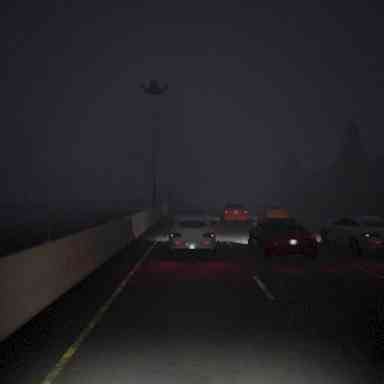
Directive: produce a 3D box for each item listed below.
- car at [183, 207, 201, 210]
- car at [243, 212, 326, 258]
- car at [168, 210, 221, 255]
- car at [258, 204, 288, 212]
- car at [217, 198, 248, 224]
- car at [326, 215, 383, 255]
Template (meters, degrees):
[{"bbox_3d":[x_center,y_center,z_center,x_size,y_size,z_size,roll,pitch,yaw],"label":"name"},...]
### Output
[{"bbox_3d":[0.015,1.921,28.217,1.895,1.301,4.718,0,-1,0],"label":"car"},{"bbox_3d":[3.519,1.719,13.519,1.994,1.385,4.181,0,-1,0],"label":"car"},{"bbox_3d":[0.022,1.684,13.878,1.812,1.442,4.674,0,0,0],"label":"car"},{"bbox_3d":[7.024,1.809,29.229,1.882,1.535,5.008,0,0,0],"label":"car"},{"bbox_3d":[3.518,1.674,28.396,2.097,1.767,4.553,0,-1,0],"label":"car"},{"bbox_3d":[7.021,1.684,13.872,1.812,1.442,4.674,0,0,0],"label":"car"}]
